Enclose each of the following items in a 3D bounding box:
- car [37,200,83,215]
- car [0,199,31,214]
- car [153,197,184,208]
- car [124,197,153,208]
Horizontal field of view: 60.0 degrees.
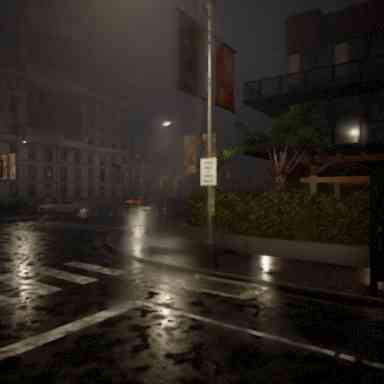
[{"bbox_3d":[-13.544,1.531,34.337,1.812,1.442,4.674,0,0,35],"label":"car"},{"bbox_3d":[-18.781,1.498,33.275,2.128,1.511,4.902,0,0,38],"label":"car"},{"bbox_3d":[-3.105,1.546,49.055,1.837,1.490,4.892,0,0,35],"label":"car"},{"bbox_3d":[-7.700,1.483,48.645,1.882,1.535,5.008,0,0,36],"label":"car"}]
